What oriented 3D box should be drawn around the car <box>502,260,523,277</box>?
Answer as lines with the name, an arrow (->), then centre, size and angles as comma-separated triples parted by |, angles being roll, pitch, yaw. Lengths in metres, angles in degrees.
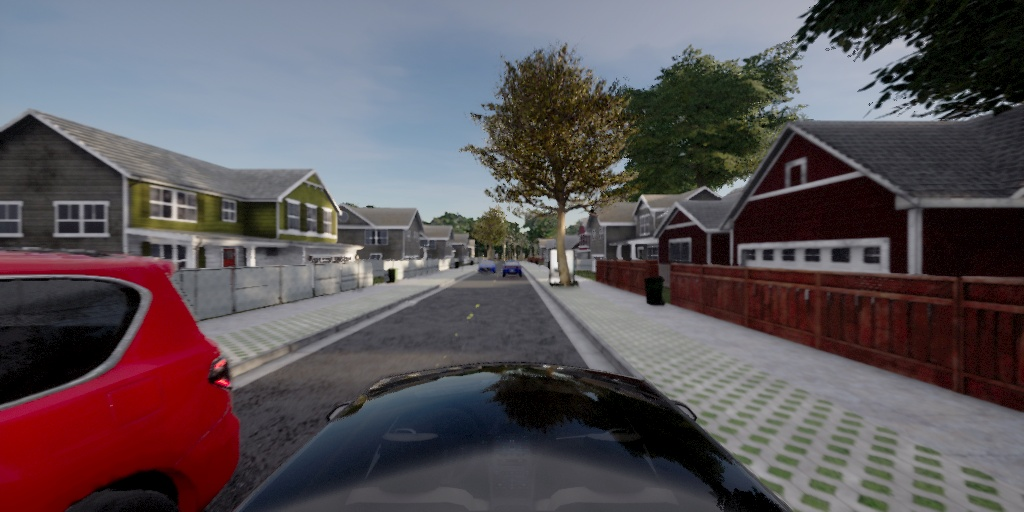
car -> 0.051, 1.229, 35.888 | 1.882, 1.535, 5.008 | 0, 0, 1

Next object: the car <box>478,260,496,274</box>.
car -> -2.829, 1.232, 41.684 | 1.882, 1.535, 5.008 | 0, 0, 0

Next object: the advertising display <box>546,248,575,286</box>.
advertising display -> 3.013, 0.771, 21.755 | 1.540, 2.440, 0.280 | 0, 0, 0
